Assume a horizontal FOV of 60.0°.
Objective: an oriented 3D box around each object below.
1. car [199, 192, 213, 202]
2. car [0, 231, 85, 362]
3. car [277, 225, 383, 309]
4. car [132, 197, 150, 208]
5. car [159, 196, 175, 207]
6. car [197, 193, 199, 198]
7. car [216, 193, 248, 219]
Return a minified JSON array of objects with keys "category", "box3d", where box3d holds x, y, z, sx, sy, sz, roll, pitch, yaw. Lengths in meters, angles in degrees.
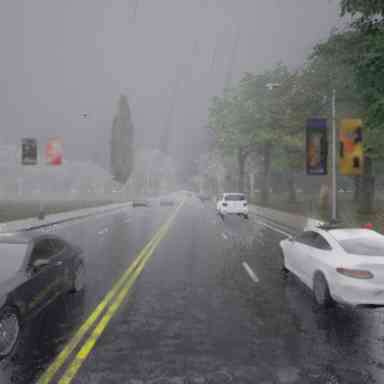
[{"category":"car","box3d":[3.009,1.128,67.359,2.097,1.767,4.553,0,0,0]},{"category":"car","box3d":[-3.354,1.502,5.977,1.812,1.442,4.674,0,0,0]},{"category":"car","box3d":[3.345,1.496,7.649,1.812,1.442,4.674,0,0,0]},{"category":"car","box3d":[-6.694,1.385,44.325,2.033,1.411,5.357,0,0,0]},{"category":"car","box3d":[-3.450,1.309,46.499,1.882,1.535,5.008,0,0,0]},{"category":"car","box3d":[2.926,0.970,78.424,2.150,2.045,5.566,0,0,0]},{"category":"car","box3d":[3.306,1.113,28.047,2.150,2.045,5.566,0,0,0]}]
